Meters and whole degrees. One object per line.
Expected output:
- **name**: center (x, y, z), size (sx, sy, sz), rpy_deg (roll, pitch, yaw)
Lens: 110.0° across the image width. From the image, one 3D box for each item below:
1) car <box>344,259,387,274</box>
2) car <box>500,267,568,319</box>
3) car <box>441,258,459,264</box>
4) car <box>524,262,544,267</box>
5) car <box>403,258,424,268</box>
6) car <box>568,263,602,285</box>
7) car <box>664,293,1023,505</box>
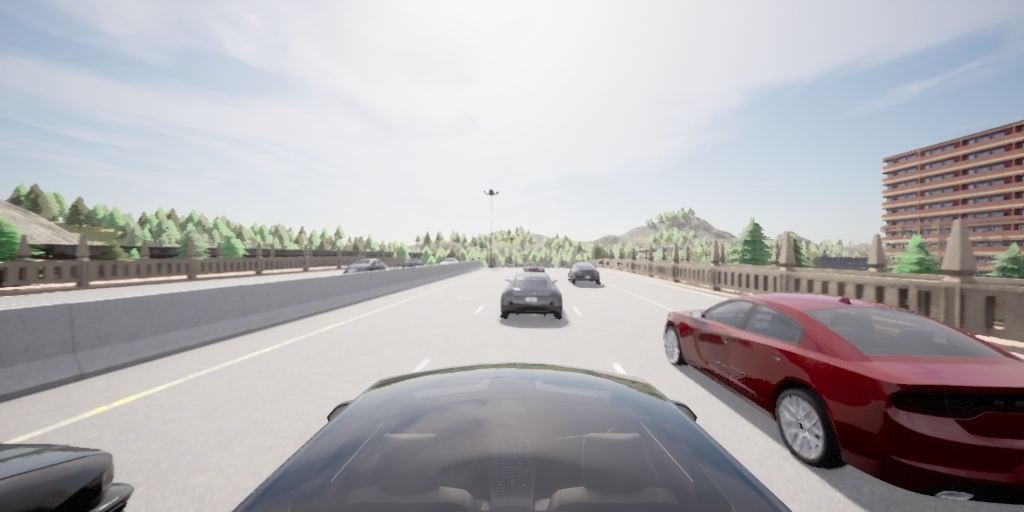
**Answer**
- **car**: center (-12.342, 1.017, 30.518), size (2.128, 1.511, 4.902), rpy_deg (0, 0, 4)
- **car**: center (0.692, 1.261, 12.704), size (1.994, 1.385, 4.181), rpy_deg (0, 0, 3)
- **car**: center (-7.800, 1.003, 45.569), size (1.812, 1.442, 4.674), rpy_deg (0, 0, 4)
- **car**: center (1.965, 1.204, 32.559), size (1.895, 1.301, 4.718), rpy_deg (0, 0, 4)
- **car**: center (-14.362, 1.039, 52.381), size (1.994, 1.385, 4.181), rpy_deg (0, -1, 4)
- **car**: center (4.989, 1.185, 25.185), size (1.812, 1.442, 4.674), rpy_deg (0, 0, 4)
- **car**: center (3.773, 1.235, 4.871), size (1.882, 1.535, 5.008), rpy_deg (0, 0, 2)
